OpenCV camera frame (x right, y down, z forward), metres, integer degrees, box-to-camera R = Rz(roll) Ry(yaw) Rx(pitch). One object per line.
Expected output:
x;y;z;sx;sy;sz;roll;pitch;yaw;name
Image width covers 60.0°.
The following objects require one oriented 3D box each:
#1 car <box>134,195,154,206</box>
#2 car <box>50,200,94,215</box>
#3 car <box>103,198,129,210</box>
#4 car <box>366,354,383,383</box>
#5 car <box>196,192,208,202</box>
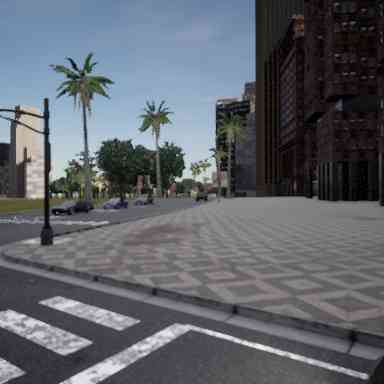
-7.679;1.242;53.378;2.097;1.767;4.553;0;0;11;car
-12.034;1.558;33.904;2.033;1.411;5.357;0;0;14;car
-9.808;1.479;43.297;1.812;1.442;4.674;0;0;13;car
3.355;1.492;1.312;4.892;1.490;1.837;0;0;34;car
2.125;0.955;71.093;2.150;2.045;5.566;0;0;8;car
